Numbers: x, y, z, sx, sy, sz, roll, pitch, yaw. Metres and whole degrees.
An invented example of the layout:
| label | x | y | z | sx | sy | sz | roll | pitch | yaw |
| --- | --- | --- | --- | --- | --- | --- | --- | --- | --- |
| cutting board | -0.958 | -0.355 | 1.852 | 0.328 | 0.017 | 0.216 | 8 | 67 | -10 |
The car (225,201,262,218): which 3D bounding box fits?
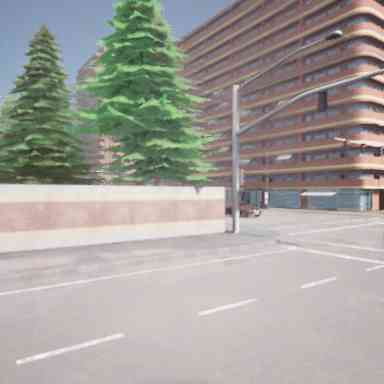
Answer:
| label | x | y | z | sx | sy | sz | roll | pitch | yaw |
| --- | --- | --- | --- | --- | --- | --- | --- | --- | --- |
| car | 4.461 | 1.607 | 31.430 | 1.812 | 1.442 | 4.674 | 0 | 0 | -36 |
